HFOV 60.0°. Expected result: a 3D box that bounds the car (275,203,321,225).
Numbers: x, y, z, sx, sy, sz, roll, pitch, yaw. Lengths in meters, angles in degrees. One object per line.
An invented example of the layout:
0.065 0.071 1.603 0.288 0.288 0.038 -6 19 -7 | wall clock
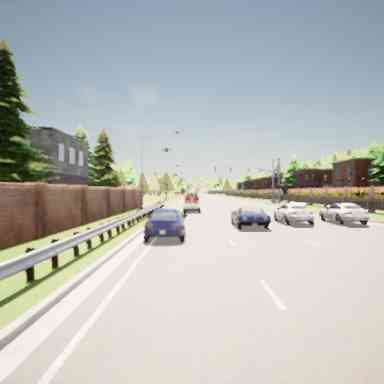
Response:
7.093 1.495 23.403 1.812 1.442 4.674 0 0 0 | car

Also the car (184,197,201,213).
0.041 1.553 36.260 1.895 1.301 4.718 0 0 1 | car

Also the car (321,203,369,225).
10.593 1.494 23.352 1.812 1.442 4.674 0 0 0 | car

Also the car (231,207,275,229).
3.603 1.572 21.226 1.895 1.301 4.718 0 0 0 | car

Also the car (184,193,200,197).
0.007 1.158 48.056 2.150 2.045 5.566 0 0 0 | car

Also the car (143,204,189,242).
-1.223 1.505 16.103 1.812 1.442 4.674 0 0 0 | car
